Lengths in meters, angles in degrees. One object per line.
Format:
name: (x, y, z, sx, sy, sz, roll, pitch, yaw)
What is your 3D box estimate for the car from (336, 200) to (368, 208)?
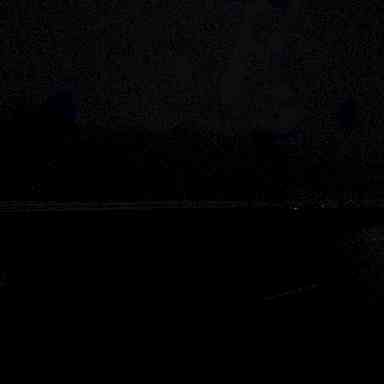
car: (19.497, 1.994, 39.408, 4.181, 1.385, 1.994, 1, -1, -35)

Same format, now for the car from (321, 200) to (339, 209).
car: (18.853, 1.804, 43.246, 4.553, 1.767, 2.097, 1, 0, -35)

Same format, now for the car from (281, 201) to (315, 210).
car: (14.161, 1.956, 44.205, 5.357, 1.411, 2.033, 1, -1, -35)

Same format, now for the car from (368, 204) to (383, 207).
car: (21.802, 1.960, 36.757, 4.674, 1.442, 1.812, 1, -1, -35)
